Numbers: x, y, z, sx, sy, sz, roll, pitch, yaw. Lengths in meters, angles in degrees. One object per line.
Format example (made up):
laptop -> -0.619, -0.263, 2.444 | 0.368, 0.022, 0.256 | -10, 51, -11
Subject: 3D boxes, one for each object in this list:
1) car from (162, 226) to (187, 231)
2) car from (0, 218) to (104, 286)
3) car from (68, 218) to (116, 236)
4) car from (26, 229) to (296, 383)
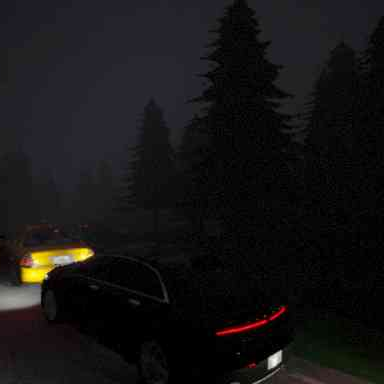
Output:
car -> -2.345, 5.549, 46.366 | 1.882, 1.535, 5.008 | -7, -11, 41
car -> -4.464, 1.556, 9.812 | 1.801, 1.575, 5.366 | 0, -1, -35
car -> -9.561, 3.470, 32.370 | 2.033, 1.411, 5.357 | -3, -9, 12
car -> -0.796, 1.609, 5.420 | 4.892, 1.490, 1.837 | 0, -1, 45
